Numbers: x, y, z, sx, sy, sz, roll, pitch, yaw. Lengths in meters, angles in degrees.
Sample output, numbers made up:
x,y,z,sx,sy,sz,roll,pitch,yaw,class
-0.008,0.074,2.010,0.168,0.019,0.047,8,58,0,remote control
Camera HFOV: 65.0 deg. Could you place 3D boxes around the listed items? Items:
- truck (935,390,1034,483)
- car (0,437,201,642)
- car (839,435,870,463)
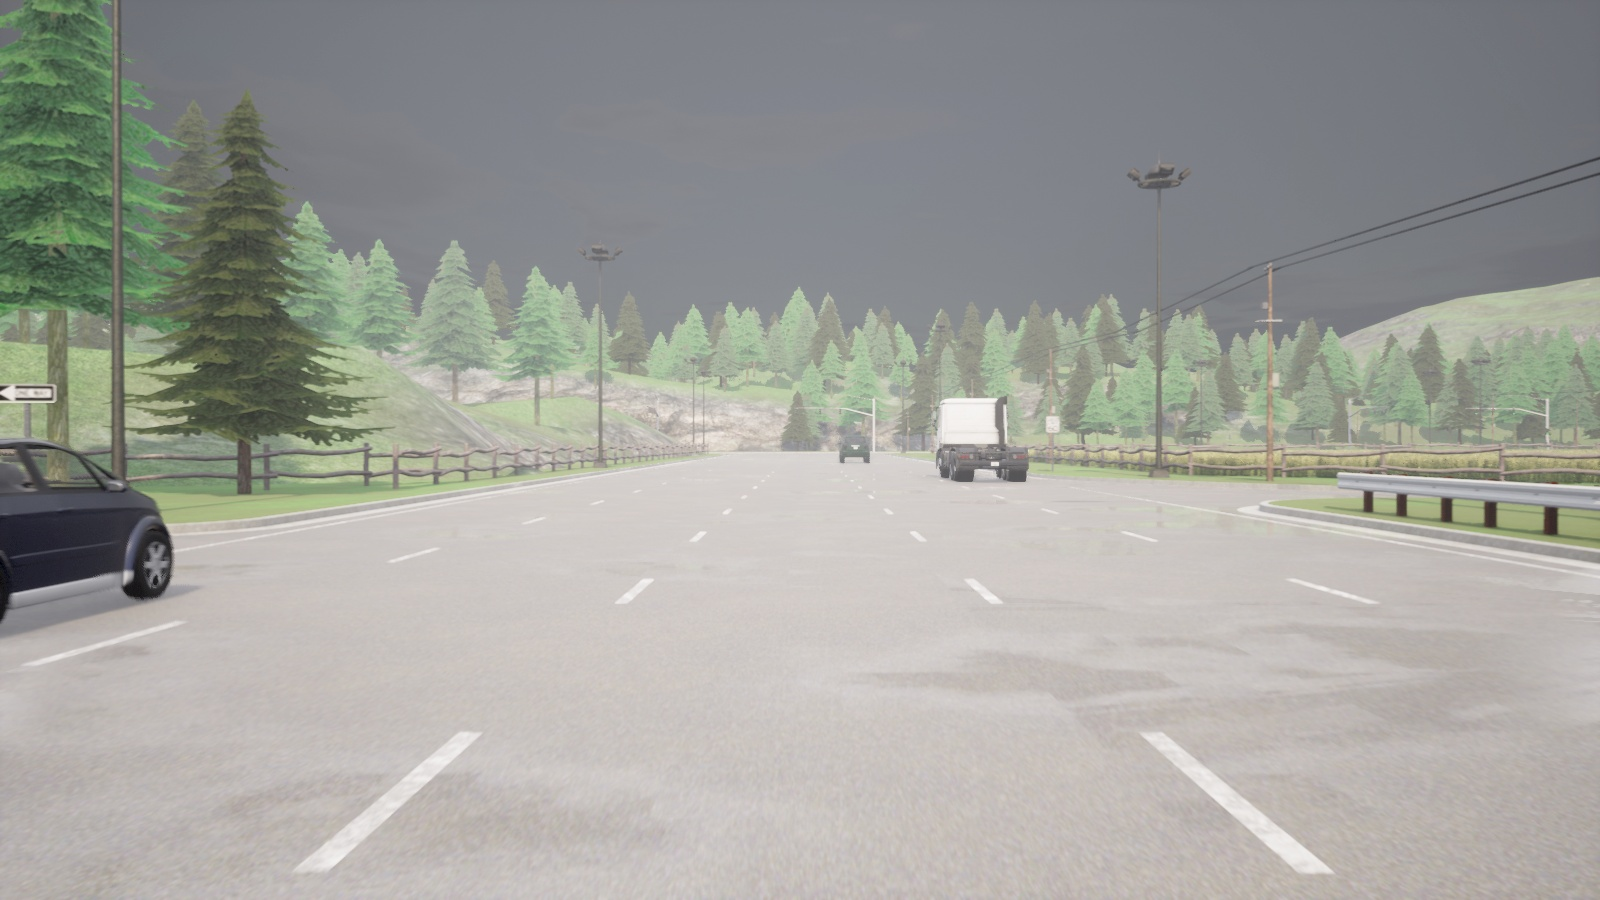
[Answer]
x,y,z,sx,sy,sz,roll,pitch,yaw,class
7.303,-0.516,50.895,2.891,3.462,7.936,0,0,0,truck
-6.924,0.661,10.756,1.789,1.549,3.705,0,1,0,car
4.045,-0.061,93.881,2.150,2.045,5.566,0,0,0,car
